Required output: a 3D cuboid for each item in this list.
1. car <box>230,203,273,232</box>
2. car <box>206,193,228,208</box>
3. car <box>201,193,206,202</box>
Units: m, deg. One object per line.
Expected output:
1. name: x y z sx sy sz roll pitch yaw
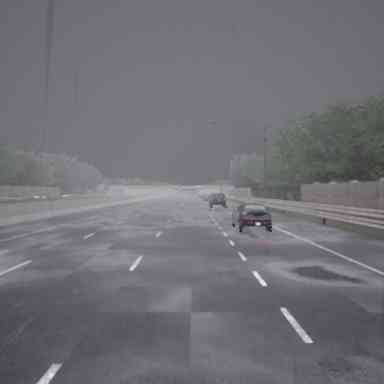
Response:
1. car: 3.497 1.441 19.994 1.837 1.490 4.892 0 0 0
2. car: 3.493 1.139 46.032 2.150 2.045 5.566 0 0 0
3. car: 3.489 1.450 72.548 1.895 1.301 4.718 0 0 0
